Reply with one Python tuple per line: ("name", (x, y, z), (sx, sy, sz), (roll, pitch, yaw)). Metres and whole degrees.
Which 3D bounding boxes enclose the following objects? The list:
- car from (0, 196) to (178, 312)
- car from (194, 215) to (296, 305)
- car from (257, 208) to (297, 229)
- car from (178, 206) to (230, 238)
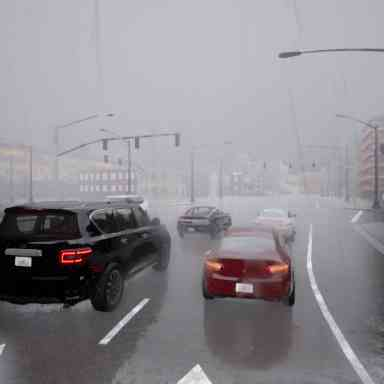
("car", (-2.167, 1.221, 8.012), (2.150, 2.045, 5.566), (0, 0, 12))
("car", (1.445, 1.526, 8.099), (1.812, 1.442, 4.674), (0, 0, 13))
("car", (4.178, 1.526, 16.534), (1.812, 1.442, 4.674), (0, 0, 20))
("car", (0.771, 1.491, 17.263), (2.128, 1.511, 4.902), (0, 0, 19))
